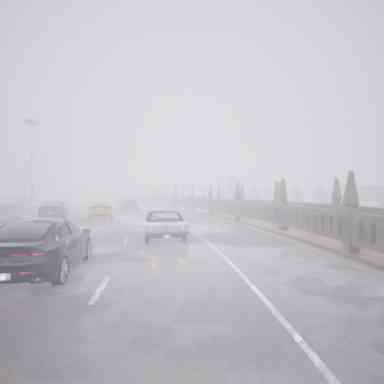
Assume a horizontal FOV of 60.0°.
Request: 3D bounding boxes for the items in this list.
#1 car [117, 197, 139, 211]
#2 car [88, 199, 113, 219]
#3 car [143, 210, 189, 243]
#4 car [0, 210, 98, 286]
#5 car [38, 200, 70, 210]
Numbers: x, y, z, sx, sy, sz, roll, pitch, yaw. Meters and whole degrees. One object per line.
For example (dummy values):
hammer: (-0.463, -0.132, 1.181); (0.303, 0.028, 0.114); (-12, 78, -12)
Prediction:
car: (-7.203, 1.332, 37.406); (1.837, 1.490, 4.892); (0, 0, -20)
car: (-7.559, 1.358, 27.481); (1.882, 1.535, 5.008); (0, 0, -15)
car: (-1.377, 1.522, 15.828); (1.895, 1.301, 4.718); (0, 0, -9)
car: (-4.073, 1.469, 9.182); (1.837, 1.490, 4.892); (0, 0, -6)
car: (-10.855, 1.375, 26.332); (1.882, 1.535, 5.008); (0, 0, -15)
